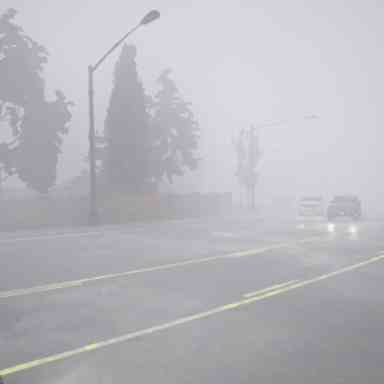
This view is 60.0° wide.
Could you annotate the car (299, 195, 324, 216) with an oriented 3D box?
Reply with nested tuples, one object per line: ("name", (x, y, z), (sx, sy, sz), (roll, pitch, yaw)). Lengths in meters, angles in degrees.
("car", (12.491, 1.317, 34.538), (2.150, 2.045, 5.566), (-1, -1, 23))

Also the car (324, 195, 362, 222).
("car", (12.626, 1.244, 27.305), (2.150, 2.045, 5.566), (-1, 0, 31))

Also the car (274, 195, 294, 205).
("car", (18.661, 1.573, 68.062), (2.150, 2.045, 5.566), (-1, -1, -10))

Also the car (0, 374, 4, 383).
("car", (-3.683, 1.570, 1.228), (5.357, 1.411, 2.033), (0, 0, -35))
